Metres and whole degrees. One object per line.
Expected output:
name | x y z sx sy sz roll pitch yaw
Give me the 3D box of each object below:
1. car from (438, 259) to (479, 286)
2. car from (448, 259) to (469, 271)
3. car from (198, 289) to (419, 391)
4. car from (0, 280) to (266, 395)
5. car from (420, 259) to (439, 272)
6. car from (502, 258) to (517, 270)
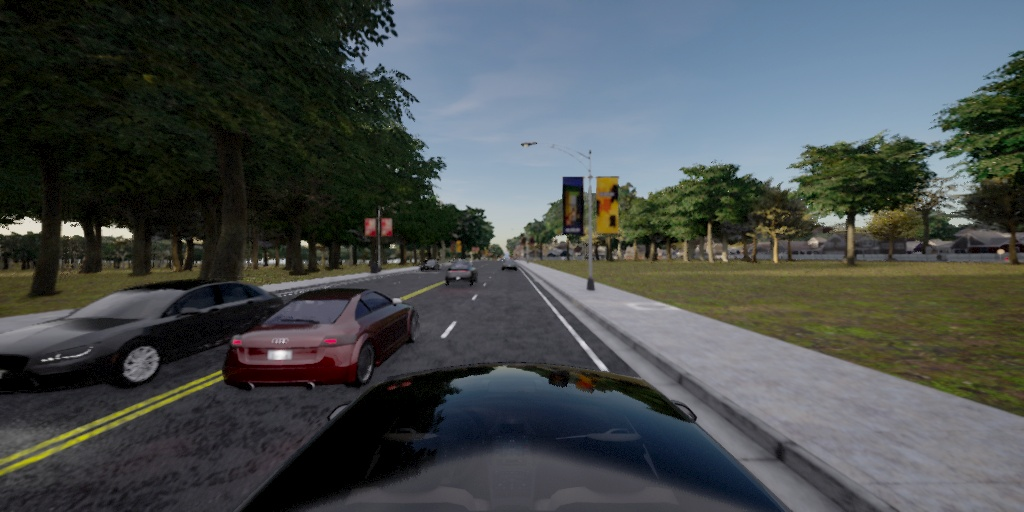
car | -3.371 1.176 24.713 2.128 1.511 4.902 0 0 -1
car | -7.040 1.151 47.580 2.128 1.511 4.902 0 0 0
car | -3.185 1.310 6.895 1.994 1.385 4.181 0 0 -1
car | -6.636 1.270 6.998 1.837 1.490 4.892 0 0 -1
car | -10.262 1.189 45.282 1.837 1.490 4.892 0 0 0
car | -0.371 1.185 48.670 1.994 1.385 4.181 0 0 -1
